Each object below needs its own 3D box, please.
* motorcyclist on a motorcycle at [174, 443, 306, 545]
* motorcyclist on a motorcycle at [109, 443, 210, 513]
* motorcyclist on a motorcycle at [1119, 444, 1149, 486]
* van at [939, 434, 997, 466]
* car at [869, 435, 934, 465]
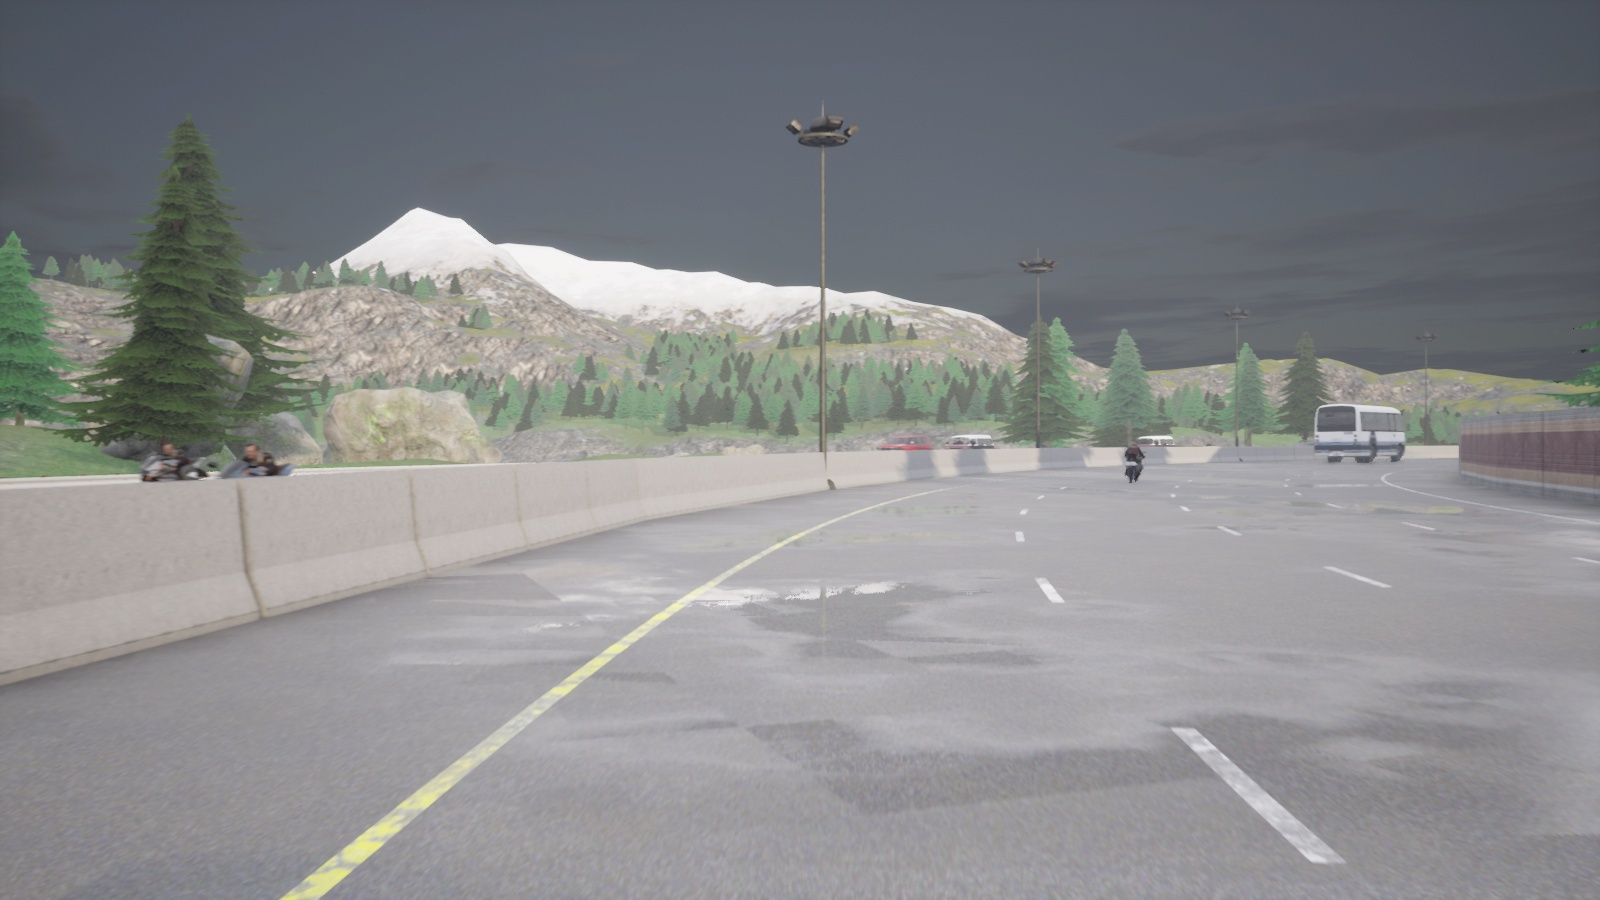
[{"bbox_3d":[-8.919,0.658,20.119,0.866,1.530,2.191,1,0,8],"label":"motorcyclist on a motorcycle"},{"bbox_3d":[-14.550,0.604,28.613,0.866,1.530,2.191,1,0,11],"label":"motorcyclist on a motorcycle"},{"bbox_3d":[12.583,0.528,47.266,0.866,1.530,2.191,1,1,21],"label":"motorcyclist on a motorcycle"},{"bbox_3d":[11.080,0.016,82.584,2.069,2.038,4.480,0,0,33],"label":"van"},{"bbox_3d":[7.283,-0.032,89.545,2.150,2.045,5.566,0,0,34],"label":"car"}]
